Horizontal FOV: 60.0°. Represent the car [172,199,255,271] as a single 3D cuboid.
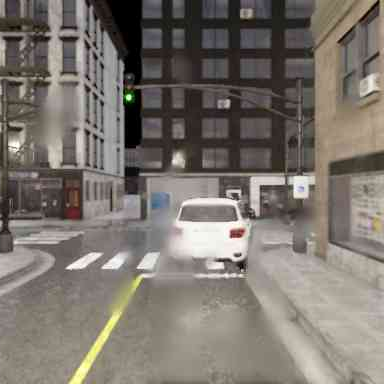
[{"bbox_3d":[0.890,1.226,11.217,2.150,2.045,5.566,-1,0,11],"label":"car"}]
